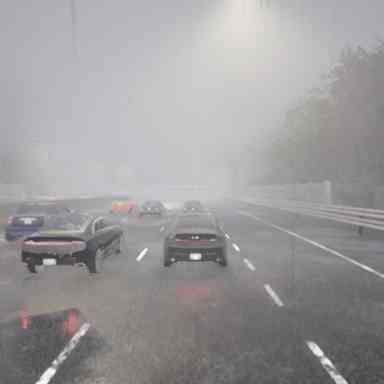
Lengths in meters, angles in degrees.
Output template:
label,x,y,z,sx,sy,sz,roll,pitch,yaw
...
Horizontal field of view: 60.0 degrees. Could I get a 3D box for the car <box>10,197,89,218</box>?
label,x,y,z,sx,sy,sz,roll,pitch,yaw
car,-6.906,1.285,16.122,2.097,1.767,4.553,0,0,0

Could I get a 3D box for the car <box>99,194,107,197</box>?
label,x,y,z,sx,sy,sz,roll,pitch,yaw
car,-17.527,1.251,65.800,1.837,1.490,4.892,0,1,0

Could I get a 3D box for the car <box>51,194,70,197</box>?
label,x,y,z,sx,sy,sz,roll,pitch,yaw
car,-24.526,1.296,63.585,1.812,1.442,4.674,0,0,0

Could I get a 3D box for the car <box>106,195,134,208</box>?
label,x,y,z,sx,sy,sz,roll,pitch,yaw
car,-6.913,1.221,34.083,2.097,1.767,4.553,0,0,0

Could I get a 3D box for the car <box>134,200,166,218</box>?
label,x,y,z,sx,sy,sz,roll,pitch,yaw
car,-3.410,1.433,29.052,2.033,1.411,5.357,0,0,0

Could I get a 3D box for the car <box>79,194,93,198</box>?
label,x,y,z,sx,sy,sz,roll,pitch,yaw
car,-21.025,1.229,65.683,1.882,1.535,5.008,0,0,0

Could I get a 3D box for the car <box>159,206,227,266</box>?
label,x,y,z,sx,sy,sz,roll,pitch,yaw
car,0.096,1.457,11.311,1.837,1.490,4.892,0,0,0

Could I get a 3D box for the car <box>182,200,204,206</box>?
label,x,y,z,sx,sy,sz,roll,pitch,yaw
car,0.089,1.432,29.560,2.033,1.411,5.357,0,0,0

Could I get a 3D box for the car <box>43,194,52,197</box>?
label,x,y,z,sx,sy,sz,roll,pitch,yaw
car,-28.025,1.229,65.680,1.882,1.535,5.008,0,0,0

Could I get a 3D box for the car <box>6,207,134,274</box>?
label,x,y,z,sx,sy,sz,roll,pitch,yaw
car,-3.403,1.447,10.365,2.128,1.511,4.902,0,0,0
